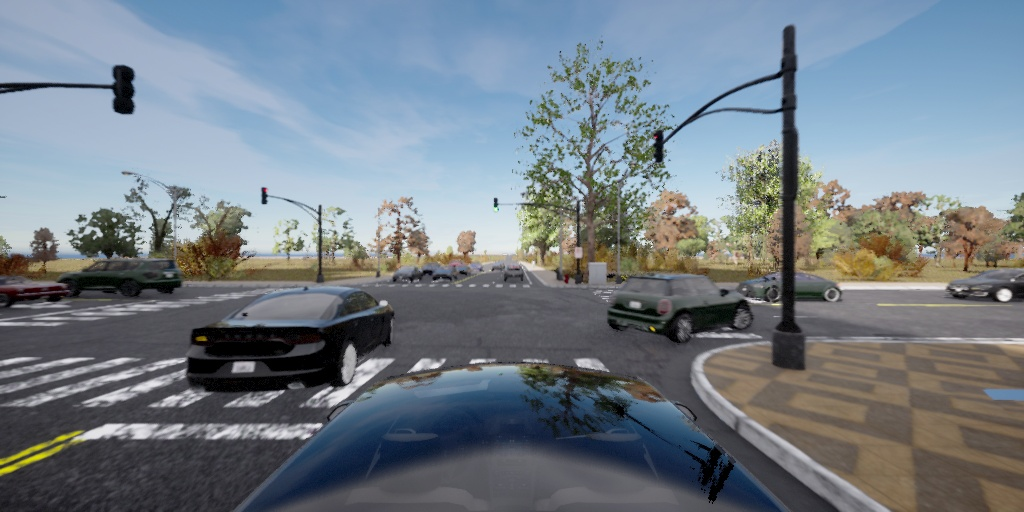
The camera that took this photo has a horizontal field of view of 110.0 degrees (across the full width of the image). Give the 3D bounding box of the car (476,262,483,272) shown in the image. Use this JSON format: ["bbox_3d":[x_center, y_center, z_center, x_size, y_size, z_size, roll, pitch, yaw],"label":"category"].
[{"bbox_3d":[-6.014,1.739,59.830,2.097,1.767,4.553,0,-1,1],"label":"car"}]

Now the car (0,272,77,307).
[{"bbox_3d":[-23.341,1.566,16.334,4.718,1.301,1.895,0,0,3],"label":"car"}]

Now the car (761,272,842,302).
[{"bbox_3d":[13.438,1.454,17.564,4.181,1.385,1.994,0,0,3],"label":"car"}]

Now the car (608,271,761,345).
[{"bbox_3d":[4.967,1.279,10.466,4.553,1.767,2.097,0,1,-34],"label":"car"}]

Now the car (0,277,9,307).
[{"bbox_3d":[-21.938,1.576,13.019,4.718,1.301,1.895,0,0,3],"label":"car"}]

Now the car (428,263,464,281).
[{"bbox_3d":[-6.490,1.680,35.759,2.033,1.411,5.357,0,-1,1],"label":"car"}]

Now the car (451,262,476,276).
[{"bbox_3d":[-6.301,1.788,45.831,2.033,1.411,5.357,0,-1,1],"label":"car"}]

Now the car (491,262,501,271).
[{"bbox_3d":[-2.671,1.976,63.929,2.033,1.411,5.357,0,-1,1],"label":"car"}]

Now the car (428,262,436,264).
[{"bbox_3d":[-9.612,1.562,42.948,2.097,1.767,4.553,0,-1,1],"label":"car"}]

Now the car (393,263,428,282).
[{"bbox_3d":[-9.774,1.638,34.019,1.812,1.442,4.674,0,-1,1],"label":"car"}]

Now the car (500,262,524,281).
[{"bbox_3d":[0.202,1.628,35.969,2.128,1.511,4.902,0,-1,1],"label":"car"}]

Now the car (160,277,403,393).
[{"bbox_3d":[-3.631,1.318,6.960,1.882,1.535,5.008,0,-2,-6],"label":"car"}]

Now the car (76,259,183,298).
[{"bbox_3d":[-21.517,1.171,19.818,5.566,2.045,2.150,0,0,1],"label":"car"}]

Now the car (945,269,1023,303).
[{"bbox_3d":[23.818,1.377,17.072,4.892,1.490,1.837,0,0,3],"label":"car"}]

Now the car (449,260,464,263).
[{"bbox_3d":[-9.246,1.616,60.425,2.150,2.045,5.566,0,-1,1],"label":"car"}]
